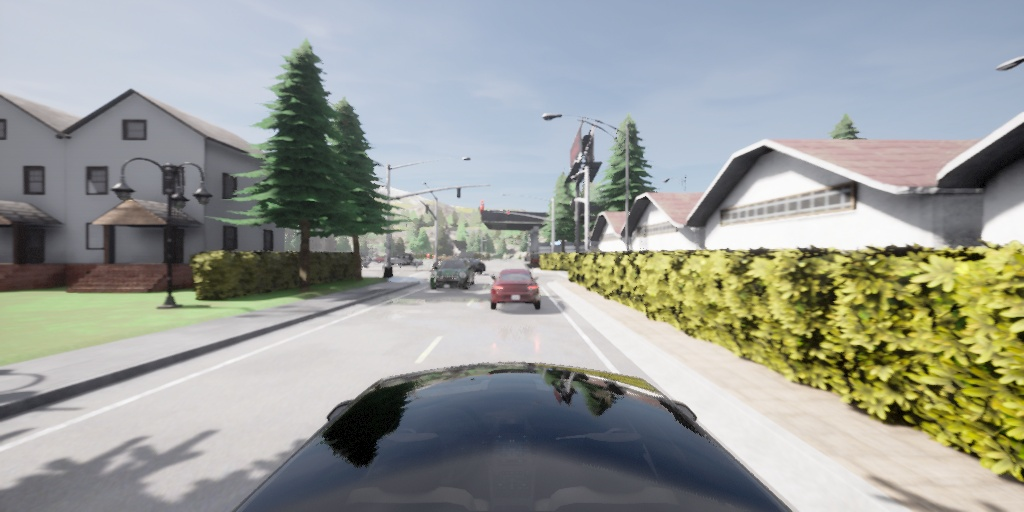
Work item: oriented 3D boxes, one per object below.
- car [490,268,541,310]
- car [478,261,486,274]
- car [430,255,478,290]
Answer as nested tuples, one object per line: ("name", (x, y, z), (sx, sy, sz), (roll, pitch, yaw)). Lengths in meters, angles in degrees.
("car", (0.128, 1.216, 14.307), (1.812, 1.442, 4.674), (0, 0, 0))
("car", (-4.697, 0.953, 33.603), (4.892, 1.490, 1.837), (2, 0, 32))
("car", (-3.456, 1.002, 21.381), (2.097, 1.767, 4.553), (0, 0, 0))
